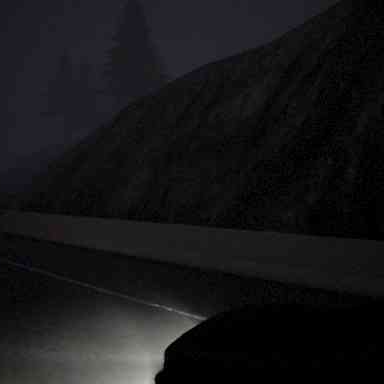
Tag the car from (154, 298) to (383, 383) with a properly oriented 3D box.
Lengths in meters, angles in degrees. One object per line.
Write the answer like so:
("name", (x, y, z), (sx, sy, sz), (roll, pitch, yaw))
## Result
("car", (2.242, 1.553, 2.417), (5.357, 1.411, 2.033), (0, 0, 36))
